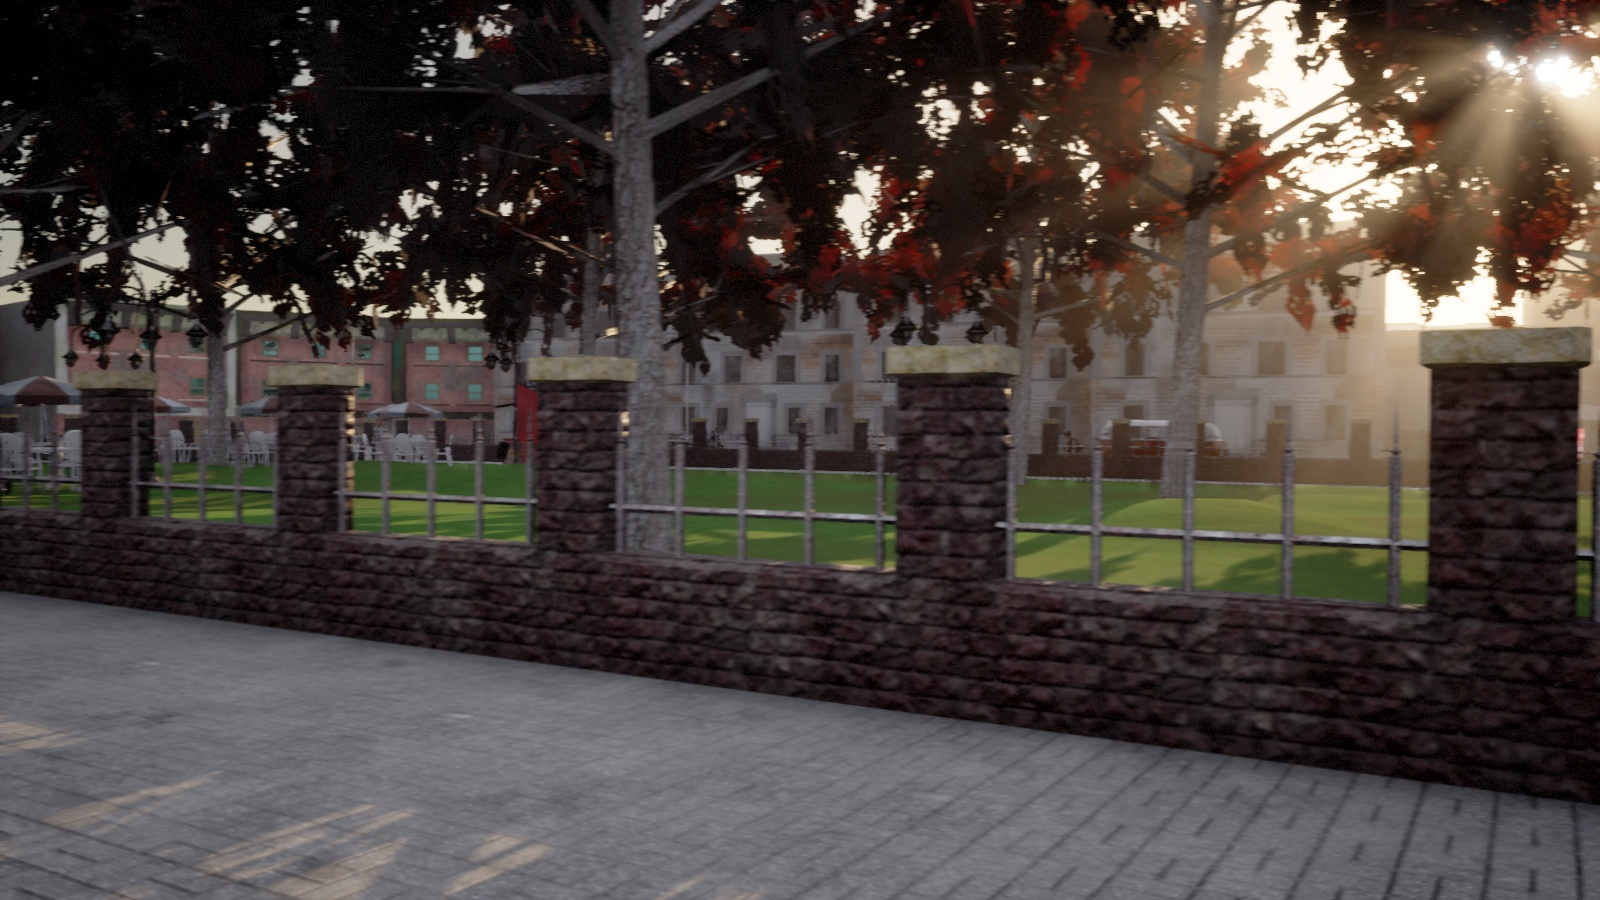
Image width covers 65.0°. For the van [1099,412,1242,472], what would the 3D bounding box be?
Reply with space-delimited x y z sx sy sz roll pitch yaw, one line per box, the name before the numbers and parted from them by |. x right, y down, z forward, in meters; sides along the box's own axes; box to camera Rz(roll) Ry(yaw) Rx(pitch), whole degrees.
van | 13.076 -0.287 44.379 4.480 2.038 2.069 0 1 31

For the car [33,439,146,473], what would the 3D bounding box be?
car | -32.902 0.235 58.264 1.816 1.474 4.193 0 1 32

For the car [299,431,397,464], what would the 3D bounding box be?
car | -24.126 -0.139 67.212 4.611 1.667 2.242 -1 1 -10

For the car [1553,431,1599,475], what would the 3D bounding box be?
car | 25.086 0.079 37.233 4.718 1.301 1.895 0 1 31
